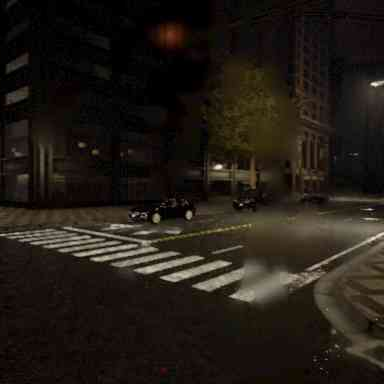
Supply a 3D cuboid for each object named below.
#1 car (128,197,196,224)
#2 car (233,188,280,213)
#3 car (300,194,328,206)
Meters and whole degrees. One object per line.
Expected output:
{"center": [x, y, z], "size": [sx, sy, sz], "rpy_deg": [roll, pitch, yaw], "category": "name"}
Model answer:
{"center": [-1.777, 1.094, 20.892], "size": [1.837, 1.490, 4.892], "rpy_deg": [1, 2, 41], "category": "car"}
{"center": [5.888, 0.692, 29.805], "size": [2.150, 2.045, 5.566], "rpy_deg": [1, 1, 41], "category": "car"}
{"center": [14.690, 0.934, 40.027], "size": [1.895, 1.301, 4.718], "rpy_deg": [1, 2, 41], "category": "car"}
